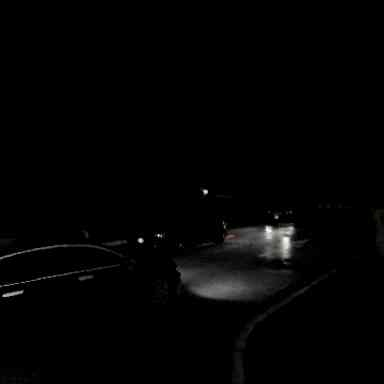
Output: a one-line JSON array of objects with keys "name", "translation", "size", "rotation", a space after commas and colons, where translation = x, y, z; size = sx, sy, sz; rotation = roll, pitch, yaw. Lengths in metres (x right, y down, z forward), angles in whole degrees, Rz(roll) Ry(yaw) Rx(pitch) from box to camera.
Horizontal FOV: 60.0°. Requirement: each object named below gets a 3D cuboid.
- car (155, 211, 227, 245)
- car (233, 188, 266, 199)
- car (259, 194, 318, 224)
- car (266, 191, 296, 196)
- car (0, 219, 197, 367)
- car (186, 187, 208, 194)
[{"name": "car", "translation": [-0.473, 1.434, 12.823], "size": [1.994, 1.385, 4.181], "rotation": [-1, 1, 40]}, {"name": "car", "translation": [8.014, 0.165, 46.164], "size": [4.902, 1.511, 2.128], "rotation": [3, 2, 42]}, {"name": "car", "translation": [6.459, 1.133, 21.173], "size": [2.128, 1.511, 4.902], "rotation": [-1, 1, 40]}, {"name": "car", "translation": [11.032, 0.630, 37.743], "size": [1.895, 1.301, 4.718], "rotation": [0, 3, -30]}, {"name": "car", "translation": [-2.211, 1.438, 5.262], "size": [1.837, 1.490, 4.892], "rotation": [0, 0, 39]}, {"name": "car", "translation": [0.176, -0.150, 52.912], "size": [4.718, 1.301, 1.895], "rotation": [3, 2, 41]}]
